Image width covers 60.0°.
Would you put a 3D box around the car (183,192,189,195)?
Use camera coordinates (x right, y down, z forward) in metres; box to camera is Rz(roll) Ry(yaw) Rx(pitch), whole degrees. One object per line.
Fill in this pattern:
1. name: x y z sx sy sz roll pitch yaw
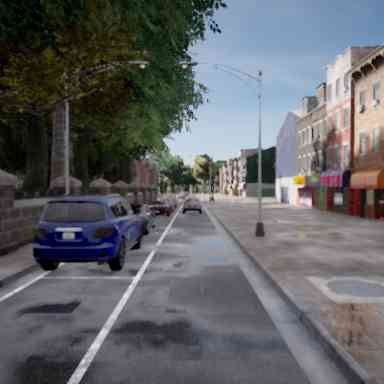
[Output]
1. car: 0.049 1.103 46.749 1.882 1.535 5.008 0 0 1

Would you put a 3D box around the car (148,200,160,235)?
1. car: -3.019 1.345 17.692 1.837 1.490 4.892 0 0 0

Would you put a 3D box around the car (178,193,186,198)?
1. car: -2.638 0.957 88.851 1.947 1.339 4.313 -1 0 0

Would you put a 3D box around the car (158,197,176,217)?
1. car: -2.641 1.301 28.285 1.887 1.381 4.507 0 0 0

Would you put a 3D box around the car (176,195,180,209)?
1. car: -2.641 1.264 33.973 2.008 1.369 4.403 -1 0 0

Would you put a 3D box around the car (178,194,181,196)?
1. car: -2.641 1.239 39.662 1.947 1.339 4.313 -1 0 0

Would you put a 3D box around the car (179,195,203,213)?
1. car: 0.044 1.275 32.165 2.033 1.411 5.357 0 0 1

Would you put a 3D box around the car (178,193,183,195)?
1. car: -2.640 0.886 77.981 1.967 1.590 4.097 -1 0 0

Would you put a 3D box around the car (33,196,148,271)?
1. car: -2.980 1.129 10.720 2.150 2.045 5.566 0 0 0

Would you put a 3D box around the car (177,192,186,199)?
1. car: -2.640 0.858 83.415 1.967 1.590 4.097 -1 0 0
